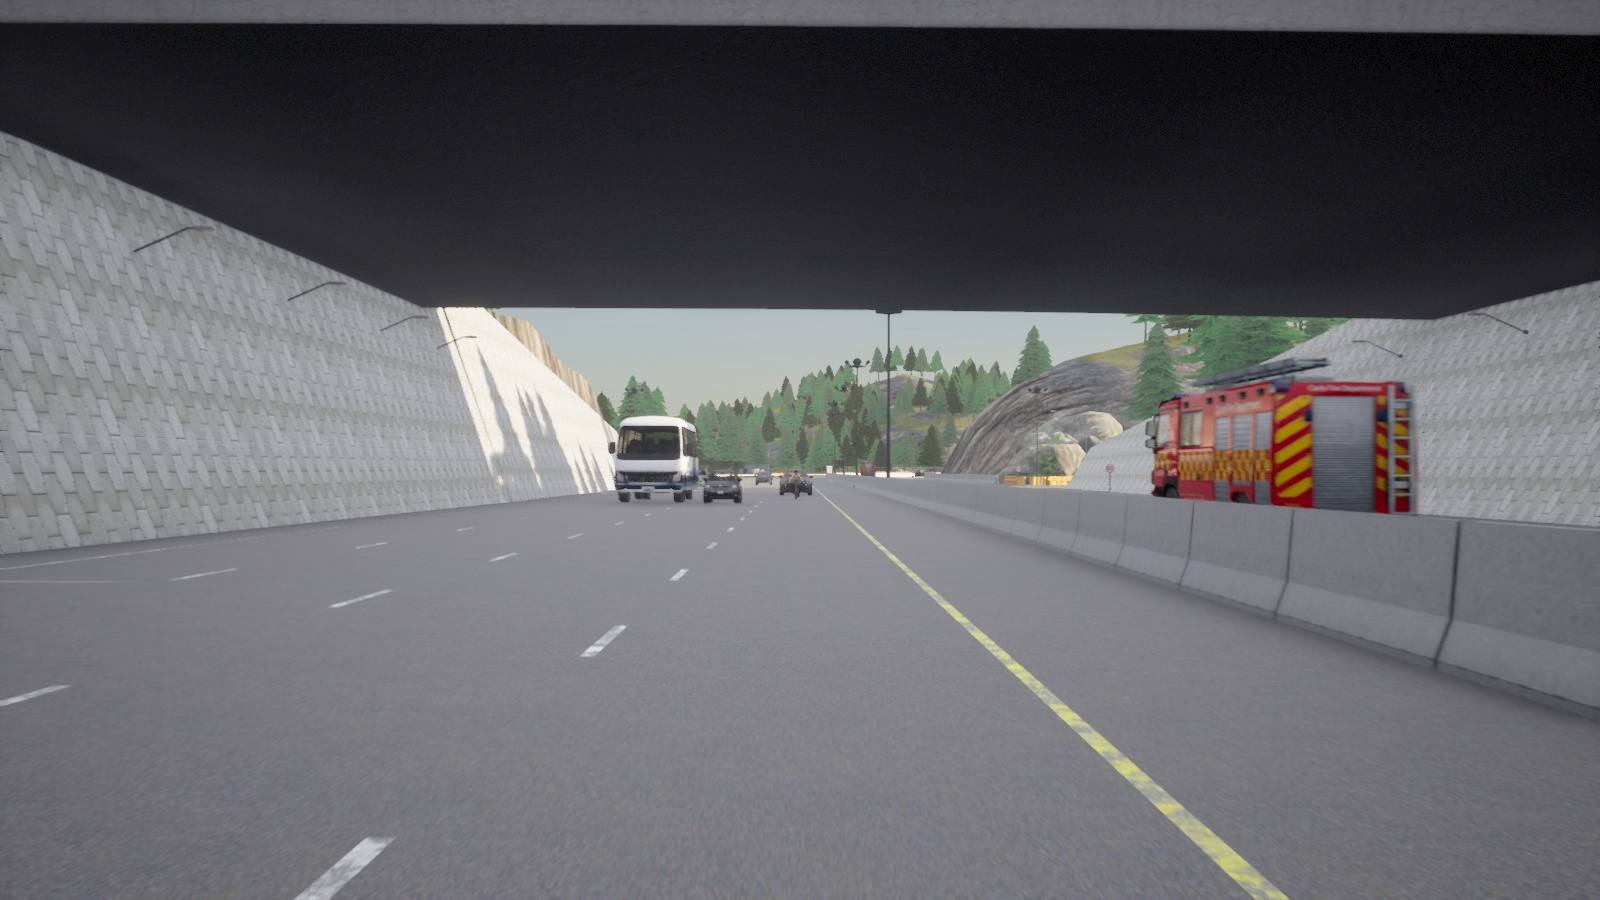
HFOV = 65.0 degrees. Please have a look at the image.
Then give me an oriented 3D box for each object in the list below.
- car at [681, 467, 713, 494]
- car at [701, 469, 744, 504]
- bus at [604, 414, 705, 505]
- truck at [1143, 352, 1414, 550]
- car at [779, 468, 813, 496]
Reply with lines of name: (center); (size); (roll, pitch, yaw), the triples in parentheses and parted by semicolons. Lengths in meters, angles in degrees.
car: (-7.274, 2.154, 89.236); (1.932, 1.855, 4.605); (0, -1, 0)
car: (-3.670, 1.731, 59.981); (1.851, 1.617, 3.988); (0, -1, 0)
bus: (-7.189, 0.533, 63.686); (3.944, 4.253, 10.273); (0, -1, 0)
truck: (10.426, 0.087, 28.594); (2.891, 3.827, 8.468); (0, -1, 0)
car: (-0.245, 2.034, 81.171); (2.097, 1.767, 4.553); (0, -1, 0)
